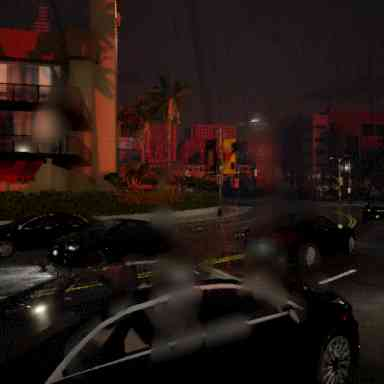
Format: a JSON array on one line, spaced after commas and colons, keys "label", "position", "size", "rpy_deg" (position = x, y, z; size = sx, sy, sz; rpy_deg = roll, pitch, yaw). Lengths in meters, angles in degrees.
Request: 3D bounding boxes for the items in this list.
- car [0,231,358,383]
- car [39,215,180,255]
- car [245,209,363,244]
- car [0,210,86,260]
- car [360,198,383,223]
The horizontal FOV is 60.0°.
[{"label": "car", "position": [-0.143, 1.490, 3.470], "size": [4.902, 1.511, 2.128], "rpy_deg": [0, 0, -37]}, {"label": "car", "position": [-2.384, 1.555, 10.813], "size": [4.181, 1.385, 1.994], "rpy_deg": [0, 0, -40]}, {"label": "car", "position": [3.836, 1.472, 11.352], "size": [5.008, 1.535, 1.882], "rpy_deg": [0, 0, -44]}, {"label": "car", "position": [-5.638, 1.493, 12.604], "size": [4.892, 1.490, 1.837], "rpy_deg": [0, 0, -39]}, {"label": "car", "position": [13.882, 1.482, 25.099], "size": [2.128, 1.511, 4.902], "rpy_deg": [0, 0, 27]}]
